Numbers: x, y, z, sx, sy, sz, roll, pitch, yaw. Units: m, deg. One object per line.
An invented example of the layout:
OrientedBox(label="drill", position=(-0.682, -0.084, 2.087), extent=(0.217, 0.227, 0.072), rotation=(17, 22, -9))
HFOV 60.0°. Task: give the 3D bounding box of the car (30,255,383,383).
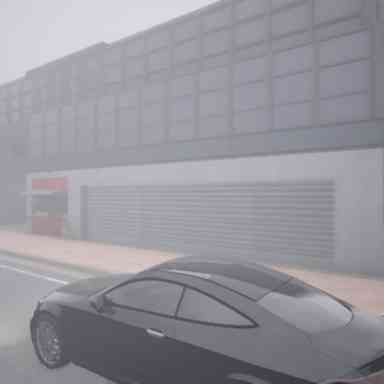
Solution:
OrientedBox(label="car", position=(-0.068, 1.540, 4.075), extent=(4.674, 1.442, 1.812), rotation=(0, 0, 36))
